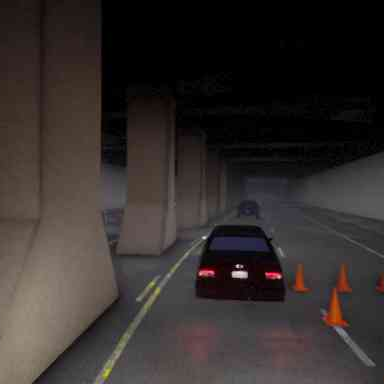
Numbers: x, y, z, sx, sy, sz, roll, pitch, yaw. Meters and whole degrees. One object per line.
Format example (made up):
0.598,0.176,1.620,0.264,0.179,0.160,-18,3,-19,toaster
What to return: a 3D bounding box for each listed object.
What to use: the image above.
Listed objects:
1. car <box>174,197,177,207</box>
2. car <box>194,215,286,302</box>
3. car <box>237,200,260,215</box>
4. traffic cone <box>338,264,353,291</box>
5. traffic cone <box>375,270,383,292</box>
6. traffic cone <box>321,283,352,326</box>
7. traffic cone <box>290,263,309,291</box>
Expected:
-2.921,1.441,44.673,2.128,1.511,4.902,0,0,11,car
1.168,1.551,8.537,2.033,1.411,5.357,0,0,7,car
5.195,1.500,30.566,1.882,1.535,5.008,0,0,11,car
3.524,1.978,7.776,0.340,0.580,0.340,0,0,1,traffic cone
4.524,1.986,7.757,0.340,0.580,0.340,0,0,1,traffic cone
2.487,1.971,5.795,0.340,0.580,0.340,0,0,1,traffic cone
2.524,1.970,7.794,0.340,0.580,0.340,0,0,1,traffic cone
